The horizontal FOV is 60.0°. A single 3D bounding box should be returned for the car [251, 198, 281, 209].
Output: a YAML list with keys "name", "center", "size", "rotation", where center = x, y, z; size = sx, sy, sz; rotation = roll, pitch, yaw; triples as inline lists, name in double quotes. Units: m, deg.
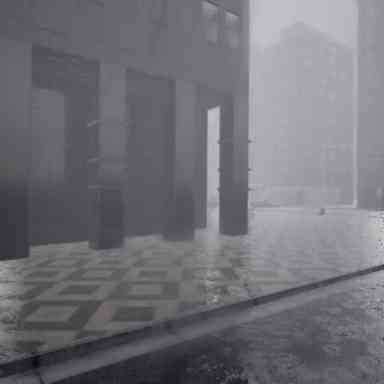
- name: "car"
  center: [10.164, 1.614, 46.067]
  size: [1.812, 1.442, 4.674]
  rotation: [1, 0, -36]

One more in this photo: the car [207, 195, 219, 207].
- name: "car"
  center: [4.063, 1.559, 48.981]
  size: [2.128, 1.511, 4.902]
  rotation: [1, -1, -36]
